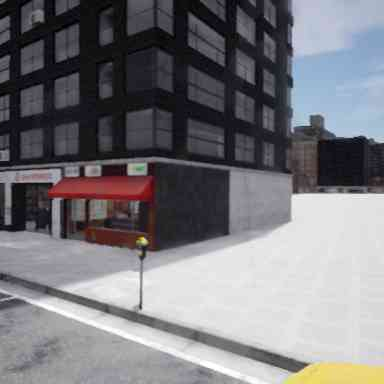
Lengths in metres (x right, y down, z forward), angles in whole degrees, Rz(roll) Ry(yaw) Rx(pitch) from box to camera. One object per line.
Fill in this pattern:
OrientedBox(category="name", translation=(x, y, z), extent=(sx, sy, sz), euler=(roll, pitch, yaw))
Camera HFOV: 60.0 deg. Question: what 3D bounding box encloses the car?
OrientedBox(category="car", translation=(2.491, 1.527, 1.291), extent=(4.829, 1.417, 1.752), euler=(0, 1, 36))
